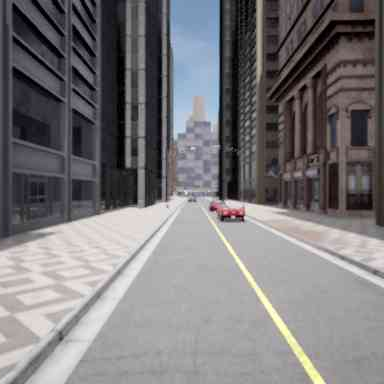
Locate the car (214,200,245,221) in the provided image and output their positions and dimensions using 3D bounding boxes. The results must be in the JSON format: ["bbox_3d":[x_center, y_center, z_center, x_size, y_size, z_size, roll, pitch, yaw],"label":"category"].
[{"bbox_3d":[3.091,1.607,27.121,1.895,1.301,4.718,0,0,0],"label":"car"}]

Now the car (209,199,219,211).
[{"bbox_3d":[3.083,1.586,40.361,1.994,1.385,4.181,0,0,1],"label":"car"}]

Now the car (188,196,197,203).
[{"bbox_3d":[0.097,1.666,73.303,1.994,1.385,4.181,0,0,0],"label":"car"}]
